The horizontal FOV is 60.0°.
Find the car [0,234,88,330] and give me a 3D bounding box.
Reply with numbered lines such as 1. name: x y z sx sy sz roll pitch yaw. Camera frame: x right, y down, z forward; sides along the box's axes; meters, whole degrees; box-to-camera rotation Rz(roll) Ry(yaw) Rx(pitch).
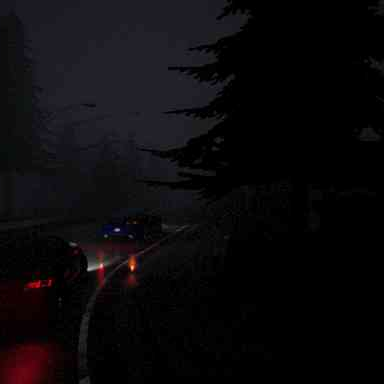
1. car: -3.470 1.568 6.968 1.994 1.385 4.181 0 0 -11

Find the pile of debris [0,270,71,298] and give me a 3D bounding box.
1. pile of debris: -3.956 2.185 8.018 1.500 0.140 1.860 0 0 -4

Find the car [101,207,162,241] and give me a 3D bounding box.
1. car: -2.879 1.496 16.856 1.882 1.535 5.008 0 0 8
